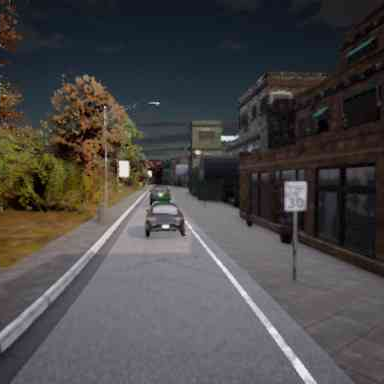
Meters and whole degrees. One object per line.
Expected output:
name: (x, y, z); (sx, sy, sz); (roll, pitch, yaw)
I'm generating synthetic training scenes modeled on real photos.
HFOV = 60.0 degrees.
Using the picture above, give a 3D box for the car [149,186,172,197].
car: (-3.341, 0.318, 35.302); (2.150, 2.045, 5.566); (-1, 2, -6)

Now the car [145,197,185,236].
car: (-1.365, 1.246, 16.574); (1.812, 1.442, 4.674); (-1, 2, -6)
